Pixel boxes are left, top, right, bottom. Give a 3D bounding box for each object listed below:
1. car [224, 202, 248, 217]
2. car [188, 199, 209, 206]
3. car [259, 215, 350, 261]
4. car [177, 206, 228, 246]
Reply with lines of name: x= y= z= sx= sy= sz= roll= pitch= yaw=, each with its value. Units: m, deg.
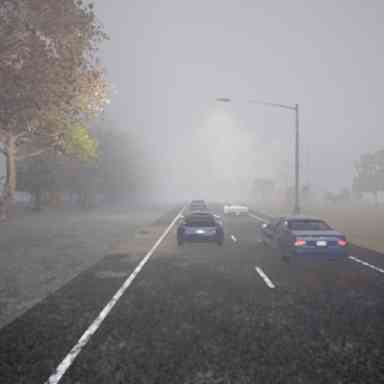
car: x=4.098 y=1.603 z=31.756 sx=1.895 sy=1.301 sz=4.718 roll=0 pitch=0 yaw=1
car: x=0.617 y=1.508 z=33.156 sx=1.837 sy=1.490 sz=4.892 roll=0 pitch=0 yaw=1
car: x=3.815 y=1.547 z=12.209 sx=2.033 sy=1.411 sz=5.357 roll=0 pitch=0 yaw=1
car: x=0.357 y=1.564 z=15.381 sx=1.994 sy=1.385 sz=4.181 roll=0 pitch=0 yaw=1
